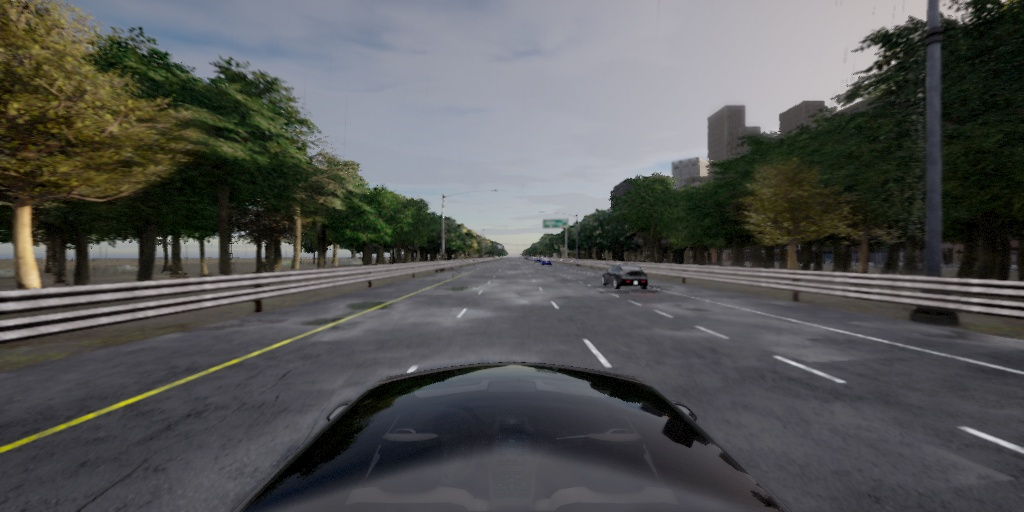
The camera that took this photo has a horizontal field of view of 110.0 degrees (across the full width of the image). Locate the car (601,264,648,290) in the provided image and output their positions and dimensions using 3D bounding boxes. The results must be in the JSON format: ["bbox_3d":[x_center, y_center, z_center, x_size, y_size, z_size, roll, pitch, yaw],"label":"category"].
[{"bbox_3d":[7.009,1.268,22.704,1.837,1.490,4.892,0,0,0],"label":"car"}]
